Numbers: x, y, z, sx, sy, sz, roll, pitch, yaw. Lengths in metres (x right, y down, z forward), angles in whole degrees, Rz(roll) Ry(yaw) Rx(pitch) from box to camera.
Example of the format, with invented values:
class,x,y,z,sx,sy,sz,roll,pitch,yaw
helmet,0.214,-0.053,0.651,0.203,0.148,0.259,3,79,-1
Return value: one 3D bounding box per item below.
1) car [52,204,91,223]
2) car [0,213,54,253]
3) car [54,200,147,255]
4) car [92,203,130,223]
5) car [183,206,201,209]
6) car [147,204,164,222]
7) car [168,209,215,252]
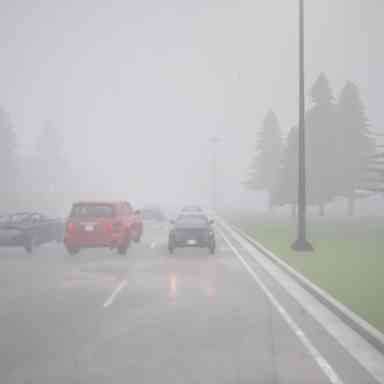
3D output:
class,x,y,z,sx,sy,sz,roll,pitch,yaw
car,-10.502,1.805,29.397,1.812,1.442,4.674,0,0,0
car,-7.000,1.629,14.303,2.128,1.511,4.902,0,0,0
car,-3.502,1.350,14.027,2.150,2.045,5.566,0,0,0
car,-7.003,1.770,29.297,2.128,1.511,4.902,0,0,0
car,-0.005,1.877,29.112,1.895,1.301,4.718,0,-1,0
car,-3.502,1.805,29.414,1.812,1.442,4.674,0,0,0
car,0.001,1.663,14.380,1.812,1.442,4.674,0,0,0
